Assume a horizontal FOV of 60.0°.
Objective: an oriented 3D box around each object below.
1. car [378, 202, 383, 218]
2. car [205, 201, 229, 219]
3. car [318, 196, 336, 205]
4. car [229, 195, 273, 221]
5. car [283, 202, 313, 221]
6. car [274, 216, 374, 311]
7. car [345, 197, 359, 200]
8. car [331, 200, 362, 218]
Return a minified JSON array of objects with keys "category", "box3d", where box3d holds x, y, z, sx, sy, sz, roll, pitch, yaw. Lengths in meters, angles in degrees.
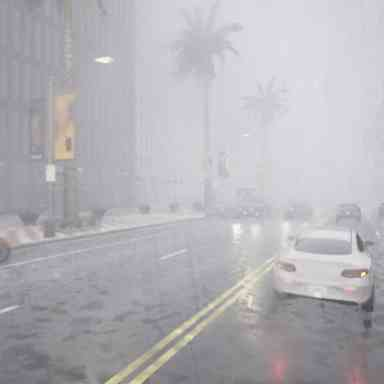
[{"category":"car","box3d":[18.851,1.607,31.597,1.882,1.535,5.008,0,0,26]},{"category":"car","box3d":[2.782,1.536,29.980,2.231,1.521,4.892,0,0,26]},{"category":"car","box3d":[25.795,1.560,63.465,2.097,1.767,4.553,0,0,44]},{"category":"car","box3d":[5.339,1.287,28.408,2.150,2.045,5.566,0,0,26]},{"category":"car","box3d":[8.907,1.584,27.731,1.837,1.490,4.892,0,0,26]},{"category":"car","box3d":[3.213,1.551,7.903,1.812,1.442,4.674,0,0,26]},{"category":"car","box3d":[29.993,1.747,62.554,4.674,1.442,1.812,0,0,-42]},{"category":"car","box3d":[12.887,1.644,27.438,2.033,1.411,5.357,0,0,26]}]
